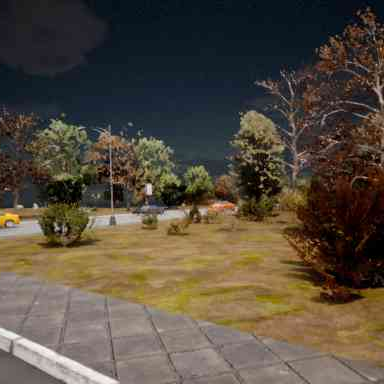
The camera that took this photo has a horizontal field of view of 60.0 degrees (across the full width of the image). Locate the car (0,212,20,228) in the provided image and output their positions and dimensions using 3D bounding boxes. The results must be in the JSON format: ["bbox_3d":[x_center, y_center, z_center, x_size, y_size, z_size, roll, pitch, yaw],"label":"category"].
[{"bbox_3d":[-17.073,2.369,27.673,1.882,1.535,5.008,-3,-2,33],"label":"car"}]

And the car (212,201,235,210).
[{"bbox_3d":[4.676,2.045,48.611,2.097,1.767,4.553,-3,-2,32],"label":"car"}]

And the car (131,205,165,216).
[{"bbox_3d":[-5.858,2.513,45.284,2.033,1.411,5.357,-3,-2,32],"label":"car"}]
